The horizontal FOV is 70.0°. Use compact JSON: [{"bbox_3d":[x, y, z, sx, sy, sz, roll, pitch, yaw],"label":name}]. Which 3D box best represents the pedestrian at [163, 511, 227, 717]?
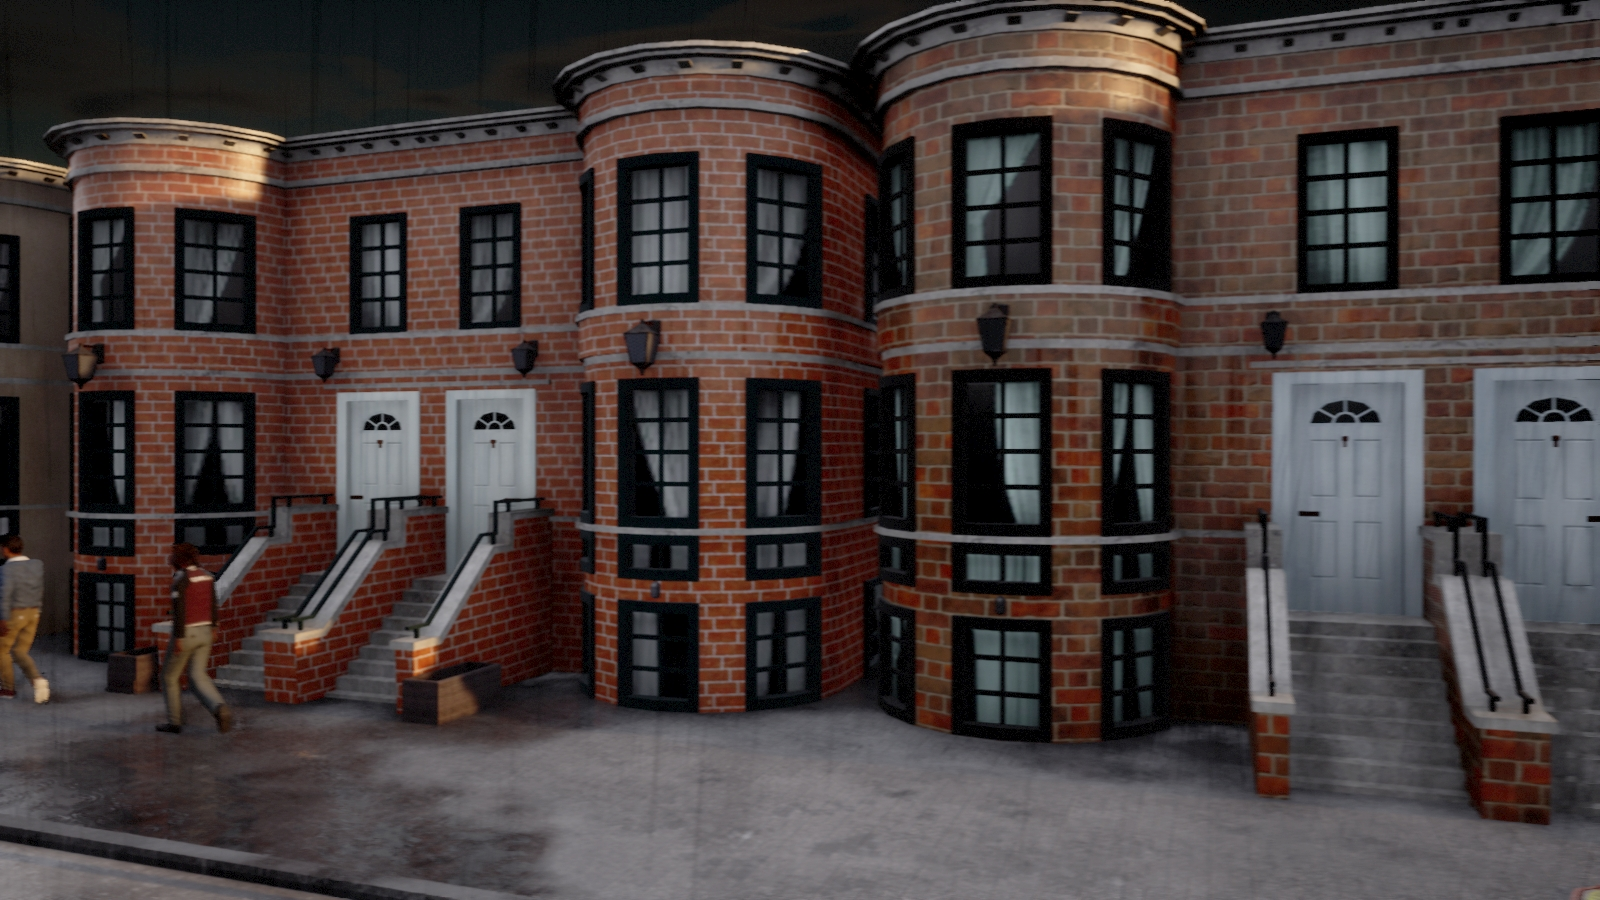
[{"bbox_3d":[-5.659,1.517,10.697,0.375,1.860,0.375,0,0,17],"label":"pedestrian"}]

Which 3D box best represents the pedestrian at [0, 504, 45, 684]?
[{"bbox_3d":[-8.381,1.515,12.207,0.375,1.860,0.375,0,0,22],"label":"pedestrian"}]
